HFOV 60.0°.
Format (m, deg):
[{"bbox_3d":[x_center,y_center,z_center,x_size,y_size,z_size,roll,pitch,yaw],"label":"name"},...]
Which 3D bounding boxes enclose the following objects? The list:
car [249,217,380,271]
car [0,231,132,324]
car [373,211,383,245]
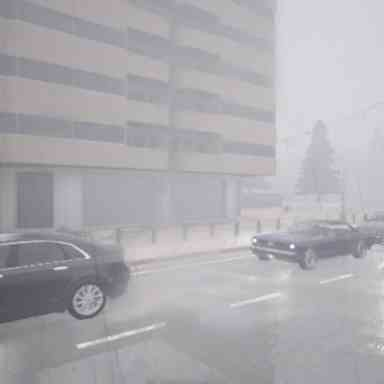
[{"bbox_3d":[4.168,1.636,11.279,4.718,1.301,1.895,0,0,-36],"label":"car"},{"bbox_3d":[-3.481,1.510,5.807,4.892,1.490,1.837,1,0,-36],"label":"car"},{"bbox_3d":[9.026,1.560,14.638,4.892,1.490,1.837,0,0,-36],"label":"car"}]
